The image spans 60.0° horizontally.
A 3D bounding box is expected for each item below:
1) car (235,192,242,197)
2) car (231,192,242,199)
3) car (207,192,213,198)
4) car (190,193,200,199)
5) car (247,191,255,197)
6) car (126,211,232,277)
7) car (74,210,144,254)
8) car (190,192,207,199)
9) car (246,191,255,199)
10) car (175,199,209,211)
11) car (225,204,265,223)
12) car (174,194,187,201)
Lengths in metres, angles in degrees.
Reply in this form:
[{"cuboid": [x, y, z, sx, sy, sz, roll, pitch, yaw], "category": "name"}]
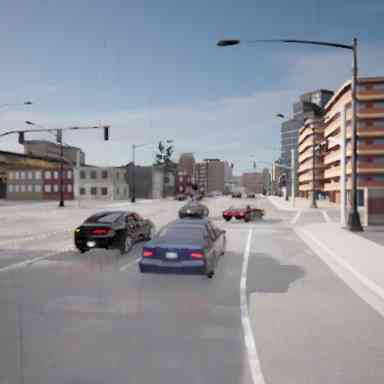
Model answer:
[{"cuboid": [12.775, 0.675, 91.550, 1.812, 1.442, 4.674, 0, 0, 11], "category": "car"}, {"cuboid": [10.856, 0.746, 81.688, 2.097, 1.767, 4.553, 0, 1, 11], "category": "car"}, {"cuboid": [4.267, 0.829, 84.475, 1.837, 1.490, 4.892, 0, 1, 11], "category": "car"}, {"cuboid": [0.821, 0.930, 85.089, 1.895, 1.301, 4.718, 0, 1, 11], "category": "car"}, {"cuboid": [16.204, 0.504, 90.851, 2.097, 1.767, 4.553, 0, 0, 11], "category": "car"}, {"cuboid": [-0.029, 1.554, 10.368, 2.033, 1.411, 5.357, 0, 0, 10], "category": "car"}, {"cuboid": [-2.958, 1.514, 13.626, 1.837, 1.490, 4.892, 0, 0, 11], "category": "car"}, {"cuboid": [1.107, 1.178, 68.246, 2.128, 1.511, 4.902, 0, 1, 11], "category": "car"}, {"cuboid": [14.218, 0.916, 80.643, 2.128, 1.511, 4.902, 0, 1, 11], "category": "car"}, {"cuboid": [0.223, 1.560, 29.100, 1.994, 1.385, 4.181, 0, 0, 14], "category": "car"}, {"cuboid": [4.156, 1.601, 26.070, 1.895, 1.301, 4.718, 0, 0, 30], "category": "car"}, {"cuboid": [-2.342, 1.167, 68.835, 1.837, 1.490, 4.892, 0, 1, 11], "category": "car"}]
